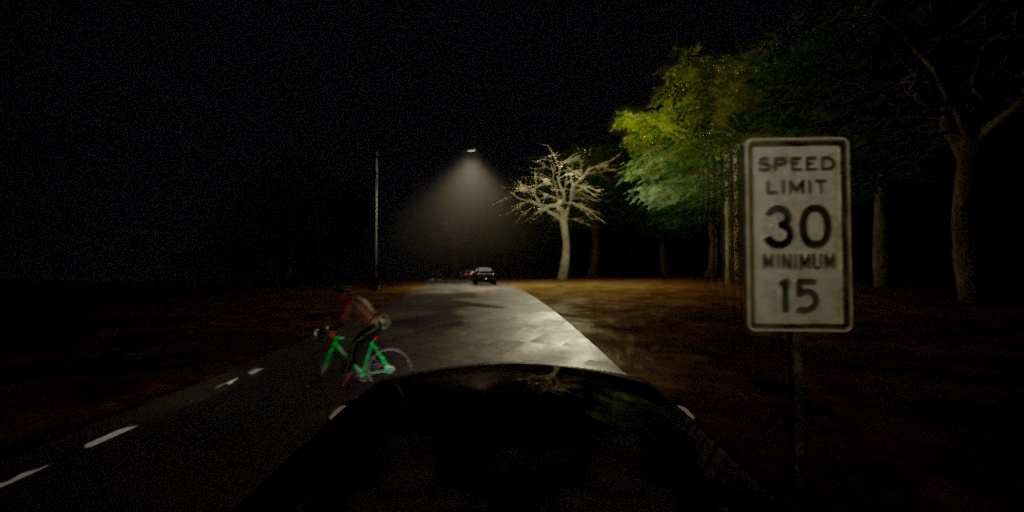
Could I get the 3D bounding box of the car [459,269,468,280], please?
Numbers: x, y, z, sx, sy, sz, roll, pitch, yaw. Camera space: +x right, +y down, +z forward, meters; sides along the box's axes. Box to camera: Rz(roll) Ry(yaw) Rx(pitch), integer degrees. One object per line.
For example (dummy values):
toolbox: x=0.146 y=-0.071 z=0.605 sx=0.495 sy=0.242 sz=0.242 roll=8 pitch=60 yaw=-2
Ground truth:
car: x=-5.648 y=2.365 z=46.389 sx=2.033 sy=1.411 sz=5.357 roll=0 pitch=-3 yaw=-14

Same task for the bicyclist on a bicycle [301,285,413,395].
bicyclist on a bicycle: x=-2.296 y=1.240 z=5.267 sx=1.656 sy=1.620 sz=0.582 roll=-2 pitch=-1 yaw=-1

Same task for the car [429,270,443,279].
car: x=-12.542 y=3.031 z=58.522 sx=2.033 sy=1.411 sz=5.357 roll=1 pitch=-4 yaw=-18

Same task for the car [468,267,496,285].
car: x=-2.531 y=1.748 z=31.932 sx=2.128 sy=1.511 sz=4.902 roll=0 pitch=-2 yaw=-9
